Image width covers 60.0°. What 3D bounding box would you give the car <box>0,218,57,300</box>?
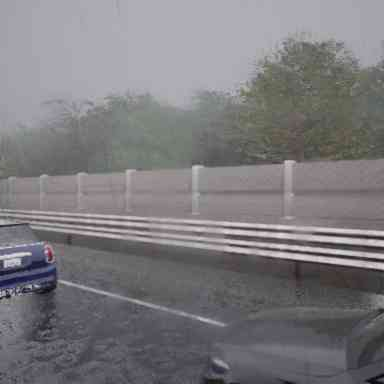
[{"bbox_3d":[-5.122,1.368,7.563,4.553,1.767,2.097,0,0,36],"label":"car"}]

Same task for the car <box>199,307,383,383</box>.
[{"bbox_3d":[2.248,1.527,2.396,4.674,1.442,1.812,0,0,35],"label":"car"}]
